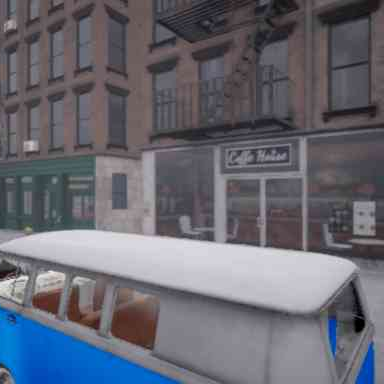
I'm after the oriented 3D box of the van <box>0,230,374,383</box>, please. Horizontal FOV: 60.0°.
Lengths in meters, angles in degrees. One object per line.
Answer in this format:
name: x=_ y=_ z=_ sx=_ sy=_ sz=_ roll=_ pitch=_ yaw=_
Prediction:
van: x=-0.465 y=1.342 z=3.141 sx=3.998 sy=1.788 sz=1.690 roll=0 pitch=0 yaw=35
